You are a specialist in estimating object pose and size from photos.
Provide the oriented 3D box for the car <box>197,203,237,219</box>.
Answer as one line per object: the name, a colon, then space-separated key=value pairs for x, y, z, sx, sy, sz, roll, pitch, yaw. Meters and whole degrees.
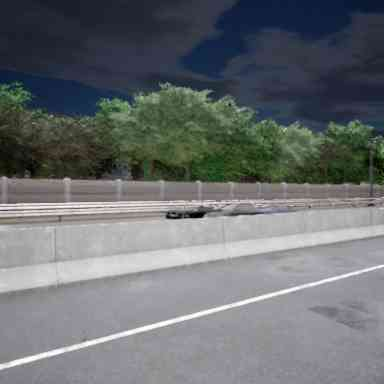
car: x=2.980 y=1.508 z=23.159 sx=4.674 sy=1.442 sz=1.812 roll=0 pitch=0 yaw=-35

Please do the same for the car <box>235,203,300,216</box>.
car: x=4.992 y=1.548 z=20.292 sx=4.181 sy=1.385 sz=1.994 roll=0 pitch=0 yaw=-35

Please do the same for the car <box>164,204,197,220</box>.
car: x=0.277 y=1.582 z=25.545 sx=4.718 sy=1.301 sz=1.895 roll=0 pitch=0 yaw=-35
